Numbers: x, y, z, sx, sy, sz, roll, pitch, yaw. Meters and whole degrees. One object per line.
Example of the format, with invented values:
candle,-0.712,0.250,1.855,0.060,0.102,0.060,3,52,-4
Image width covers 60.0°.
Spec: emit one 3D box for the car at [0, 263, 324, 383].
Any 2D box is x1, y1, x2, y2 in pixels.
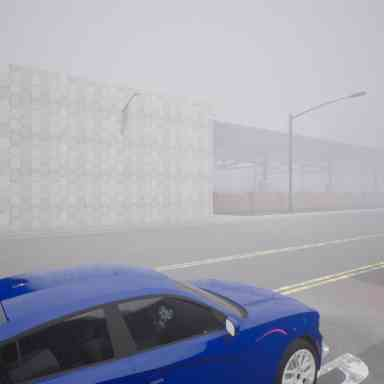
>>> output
car,-0.743,1.478,3.220,5.008,1.535,1.882,0,0,-36
